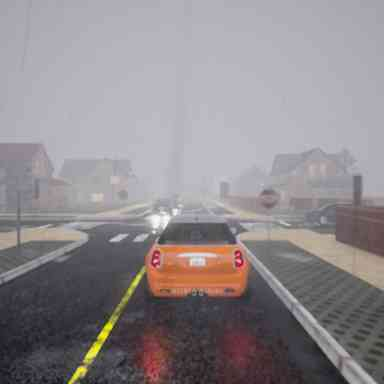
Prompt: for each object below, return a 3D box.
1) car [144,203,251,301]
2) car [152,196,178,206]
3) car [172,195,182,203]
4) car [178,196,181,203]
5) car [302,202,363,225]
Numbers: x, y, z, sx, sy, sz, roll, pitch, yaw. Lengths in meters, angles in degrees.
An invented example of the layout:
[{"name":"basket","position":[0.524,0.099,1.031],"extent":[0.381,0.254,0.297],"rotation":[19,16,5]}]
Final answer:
[{"name":"car","position":[0.102,1.320,8.375],"extent":[2.097,1.767,4.553],"rotation":[0,0,0]},{"name":"car","position":[-2.837,1.403,33.266],"extent":[2.128,1.511,4.902],"rotation":[0,0,0]},{"name":"car","position":[-2.781,1.277,57.504],"extent":[2.097,1.767,4.553],"rotation":[0,0,1]},{"name":"car","position":[-2.830,1.512,44.834],"extent":[1.895,1.301,4.718],"rotation":[0,0,0]},{"name":"car","position":[10.259,1.485,23.318],"extent":[4.892,1.490,1.837],"rotation":[0,0,-2]}]
